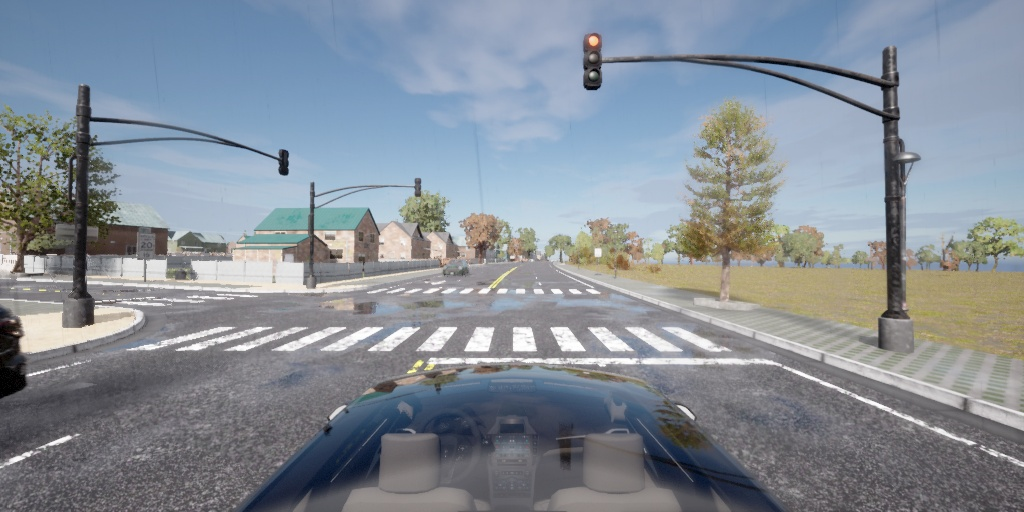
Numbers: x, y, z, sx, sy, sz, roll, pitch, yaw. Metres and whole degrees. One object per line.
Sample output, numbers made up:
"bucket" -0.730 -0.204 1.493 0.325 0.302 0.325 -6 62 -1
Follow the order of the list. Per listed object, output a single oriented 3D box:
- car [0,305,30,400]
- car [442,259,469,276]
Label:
"car" -6.495 0.979 1.601 2.150 2.045 5.566 0 0 0
"car" -5.710 1.138 36.856 2.097 1.767 4.553 0 0 2
